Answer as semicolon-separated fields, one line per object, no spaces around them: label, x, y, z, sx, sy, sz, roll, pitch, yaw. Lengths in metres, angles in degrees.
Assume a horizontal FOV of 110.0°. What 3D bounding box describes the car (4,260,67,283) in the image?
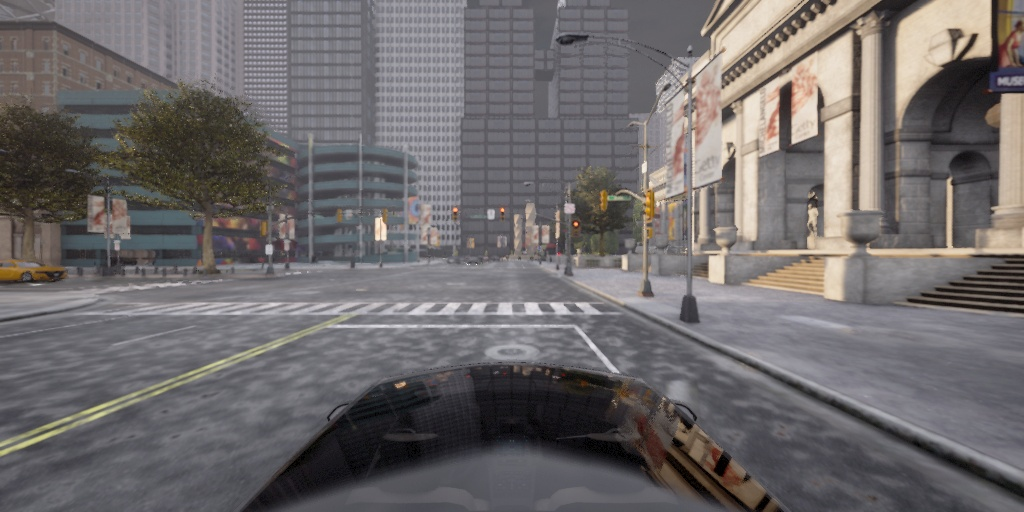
car;-34.776;1.054;25.399;5.008;1.535;1.882;0;0;0

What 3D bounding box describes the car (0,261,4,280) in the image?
car;-34.718;1.166;21.900;4.181;1.385;1.994;0;0;0
